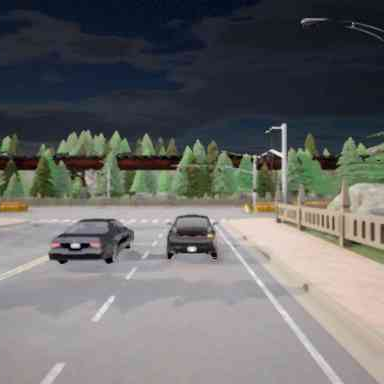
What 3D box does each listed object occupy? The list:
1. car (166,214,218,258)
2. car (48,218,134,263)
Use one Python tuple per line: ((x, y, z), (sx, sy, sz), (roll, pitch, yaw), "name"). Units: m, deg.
((0.014, 1.654, 13.486), (1.837, 1.490, 4.892), (0, 0, 0), "car")
((-3.496, 1.684, 12.492), (2.033, 1.411, 5.357), (0, -1, 0), "car")
